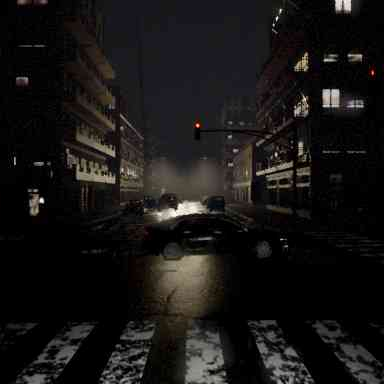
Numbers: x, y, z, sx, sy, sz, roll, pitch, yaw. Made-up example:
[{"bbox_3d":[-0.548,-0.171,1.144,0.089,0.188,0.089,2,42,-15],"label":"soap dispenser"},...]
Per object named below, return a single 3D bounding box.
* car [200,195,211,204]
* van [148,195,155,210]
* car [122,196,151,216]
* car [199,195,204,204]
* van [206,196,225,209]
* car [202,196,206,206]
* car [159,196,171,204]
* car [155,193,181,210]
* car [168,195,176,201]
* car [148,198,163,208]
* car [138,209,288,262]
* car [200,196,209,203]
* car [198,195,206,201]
[{"bbox_3d":[2.627,1.419,65.376,1.967,1.590,4.097,0,0,0],"label":"car"},{"bbox_3d":[-5.369,1.329,43.059,1.690,1.788,3.998,0,0,0],"label":"van"},{"bbox_3d":[-5.414,1.432,31.895,1.967,1.590,4.097,0,0,0],"label":"car"},{"bbox_3d":[2.619,1.550,54.213,1.947,1.339,4.313,0,0,0],"label":"car"},{"bbox_3d":[2.730,1.331,36.847,1.690,1.788,3.998,0,0,0],"label":"van"},{"bbox_3d":[2.701,1.533,43.051,1.887,1.381,4.507,0,0,0],"label":"car"},{"bbox_3d":[-5.253,1.524,65.383,1.887,1.381,4.507,0,0,0],"label":"car"},{"bbox_3d":[-2.811,1.209,40.120,2.150,2.045,5.566,0,0,0],"label":"car"},{"bbox_3d":[-5.233,1.512,87.709,2.008,1.369,4.403,0,0,0],"label":"car"},{"bbox_3d":[-5.317,1.568,48.640,1.802,1.307,4.206,0,0,0],"label":"car"},{"bbox_3d":[0.773,1.491,11.446,4.892,1.490,1.837,-1,0,0],"label":"car"},{"bbox_3d":[2.632,1.520,70.957,1.887,1.381,4.507,0,0,0],"label":"car"},{"bbox_3d":[2.648,1.527,87.702,1.947,1.339,4.313,0,0,0],"label":"car"}]
